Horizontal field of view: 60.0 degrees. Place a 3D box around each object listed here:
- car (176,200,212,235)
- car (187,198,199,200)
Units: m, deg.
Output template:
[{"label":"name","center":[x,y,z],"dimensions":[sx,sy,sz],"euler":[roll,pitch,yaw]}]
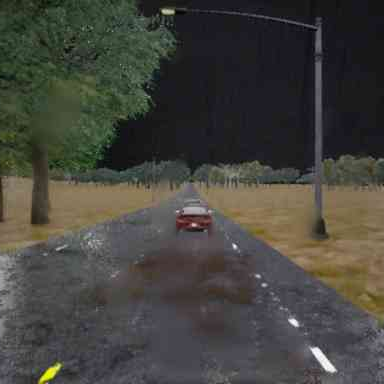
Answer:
[{"label":"car","center":[0.103,1.466,18.796],"dimensions":[1.882,1.535,5.008],"euler":[0,0,0]},{"label":"car","center":[0.105,1.473,38.178],"dimensions":[2.128,1.511,4.902],"euler":[0,0,0]}]
